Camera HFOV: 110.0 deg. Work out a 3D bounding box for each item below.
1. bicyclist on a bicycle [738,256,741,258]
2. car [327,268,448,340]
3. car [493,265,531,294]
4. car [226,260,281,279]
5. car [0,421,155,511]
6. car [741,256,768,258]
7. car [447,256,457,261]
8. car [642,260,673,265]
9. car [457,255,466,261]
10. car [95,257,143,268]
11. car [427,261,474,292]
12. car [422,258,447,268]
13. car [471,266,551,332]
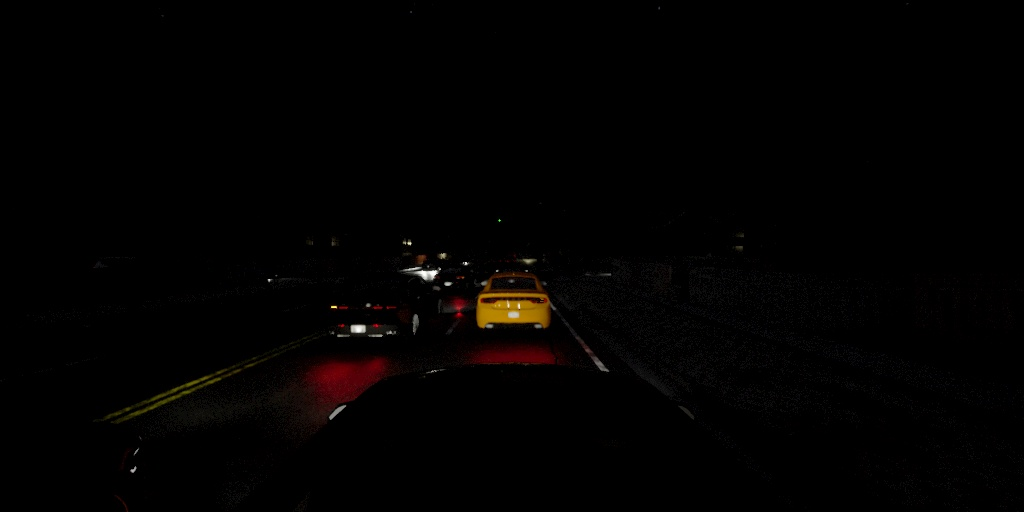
[{"bbox_3d":[18.380,0.811,28.755,0.582,1.620,1.656,0,0,-2],"label":"bicyclist on a bicycle"},{"bbox_3d":[-3.197,1.248,9.895,1.837,1.490,4.892,0,0,0],"label":"car"},{"bbox_3d":[-0.003,1.257,20.799,1.994,1.385,4.181,0,1,0],"label":"car"},{"bbox_3d":[-22.639,1.147,31.093,4.553,1.767,2.097,0,1,2],"label":"car"},{"bbox_3d":[-3.147,1.226,0.121,1.882,1.535,5.008,0,0,0],"label":"car"},{"bbox_3d":[22.738,0.770,34.745,4.553,1.767,2.097,0,1,-2],"label":"car"},{"bbox_3d":[-9.985,0.961,54.278,1.994,1.385,4.181,0,1,0],"label":"car"},{"bbox_3d":[12.762,1.046,34.476,5.357,1.411,2.033,-1,1,-6],"label":"car"},{"bbox_3d":[-9.974,0.723,63.884,1.882,1.535,5.008,0,1,0],"label":"car"},{"bbox_3d":[-33.471,1.087,31.625,5.566,2.045,2.150,0,1,4],"label":"car"},{"bbox_3d":[-3.251,1.220,20.559,1.812,1.442,4.674,0,1,0],"label":"car"},{"bbox_3d":[-9.960,0.979,45.094,2.128,1.511,4.902,0,1,0],"label":"car"},{"bbox_3d":[0.055,1.217,10.913,1.882,1.535,5.008,0,0,0],"label":"car"}]
